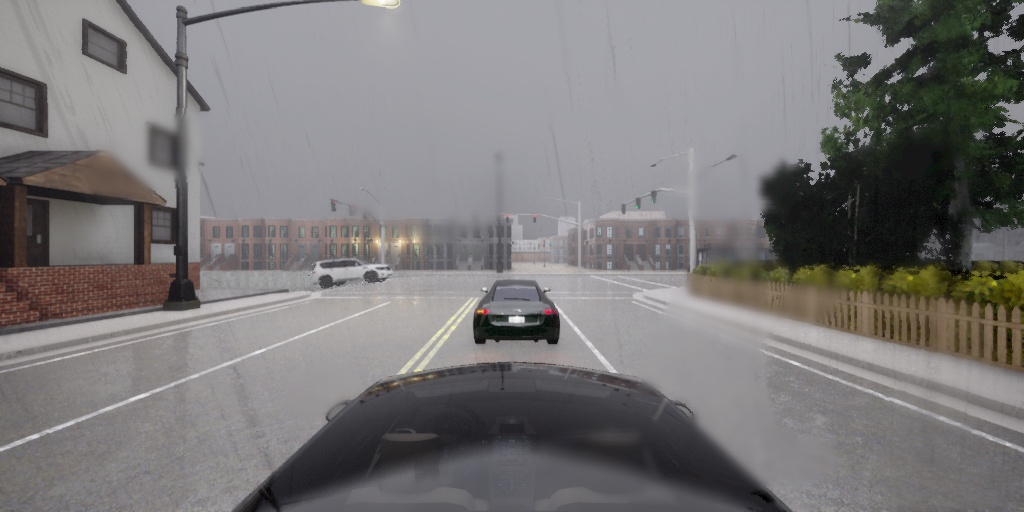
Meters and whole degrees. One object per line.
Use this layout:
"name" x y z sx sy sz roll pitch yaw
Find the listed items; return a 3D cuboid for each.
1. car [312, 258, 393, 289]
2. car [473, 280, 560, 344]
"car" -11.959 1.176 26.893 5.566 2.045 2.150 -6 0 0
"car" 0.101 1.312 9.569 1.994 1.385 4.181 0 0 0
